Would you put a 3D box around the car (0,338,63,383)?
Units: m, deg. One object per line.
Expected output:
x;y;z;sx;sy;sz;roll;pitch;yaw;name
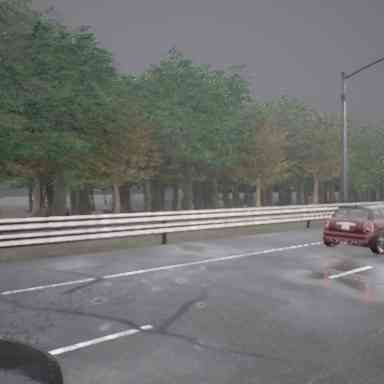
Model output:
-3.052;1.534;1.568;4.674;1.442;1.812;0;0;-36;car

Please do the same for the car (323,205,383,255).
7.285;1.285;13.268;4.553;1.767;2.097;0;0;-36;car
